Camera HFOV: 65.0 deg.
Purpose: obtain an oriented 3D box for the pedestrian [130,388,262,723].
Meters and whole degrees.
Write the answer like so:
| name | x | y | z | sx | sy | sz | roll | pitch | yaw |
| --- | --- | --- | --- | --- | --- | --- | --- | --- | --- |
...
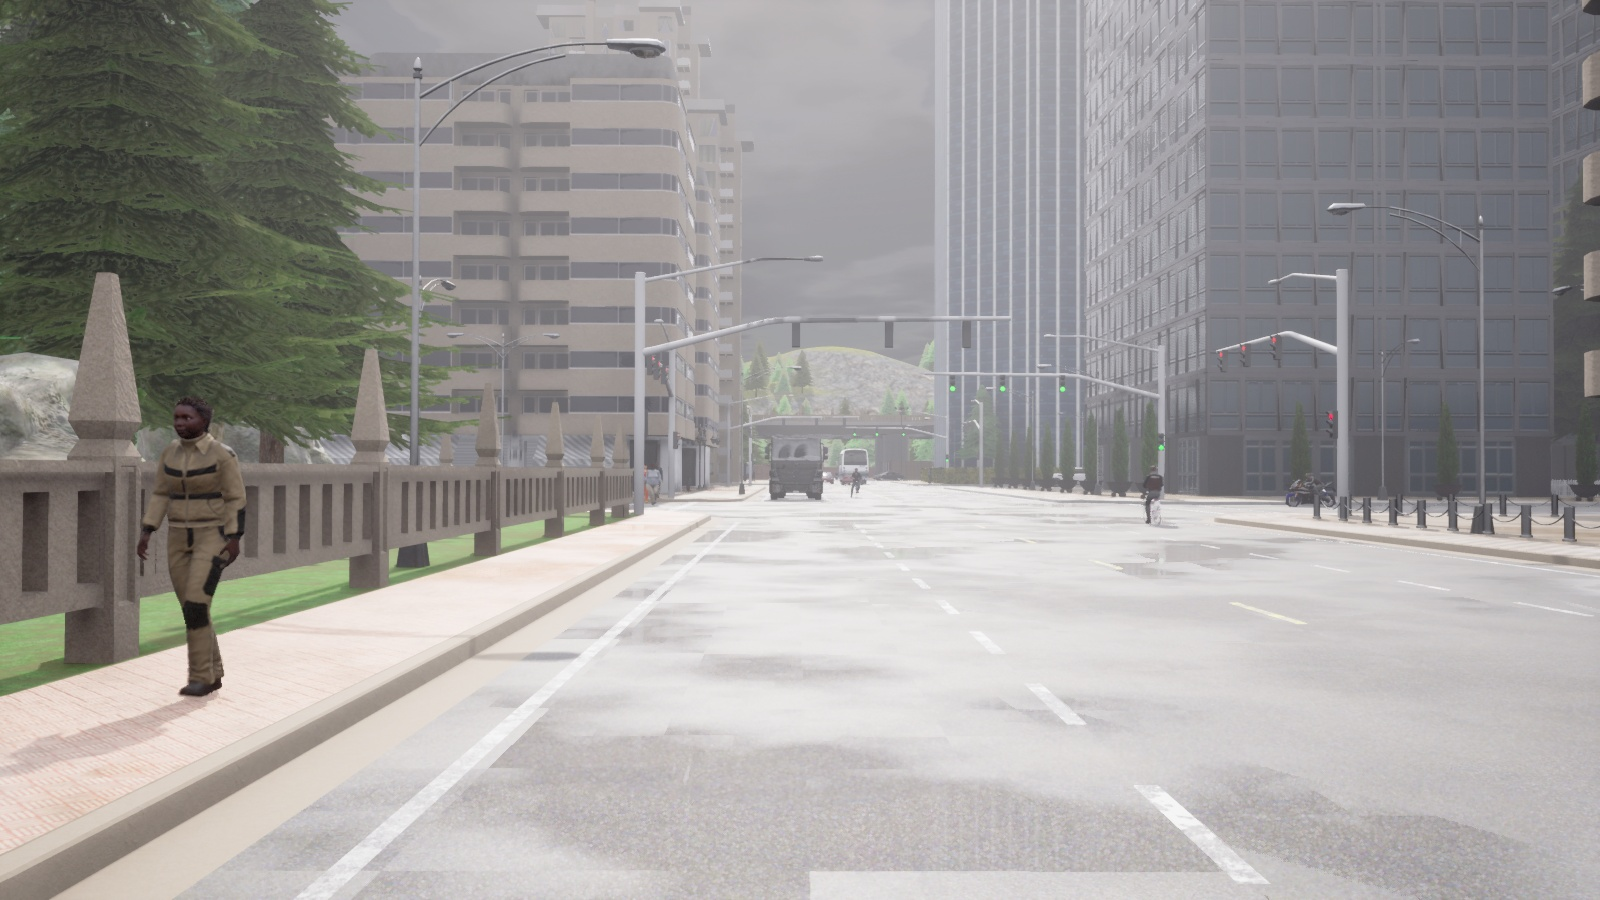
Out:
| name | x | y | z | sx | sy | sz | roll | pitch | yaw |
| --- | --- | --- | --- | --- | --- | --- | --- | --- | --- |
| pedestrian | -3.653 | 0.616 | 7.628 | 0.396 | 1.930 | 0.692 | 0 | -1 | 9 |

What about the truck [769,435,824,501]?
| name | x | y | z | sx | sy | sz | roll | pitch | yaw |
| --- | --- | --- | --- | --- | --- | --- | --- | --- | --- |
| truck | -0.204 | 1.010 | 70.268 | 2.891 | 3.462 | 7.936 | 0 | -1 | 0 |

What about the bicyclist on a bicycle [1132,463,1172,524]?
| name | x | y | z | sx | sy | sz | roll | pitch | yaw |
| --- | --- | --- | --- | --- | --- | --- | --- | --- | --- |
| bicyclist on a bicycle | 10.393 | 1.266 | 37.138 | 0.659 | 1.776 | 1.843 | 0 | -1 | 0 |

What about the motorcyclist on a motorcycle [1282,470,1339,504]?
| name | x | y | z | sx | sy | sz | roll | pitch | yaw |
| --- | --- | --- | --- | --- | --- | --- | --- | --- | --- |
| motorcyclist on a motorcycle | 22.751 | 1.641 | 55.963 | 2.191 | 1.530 | 0.866 | 0 | -1 | 0 |

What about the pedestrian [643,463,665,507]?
| name | x | y | z | sx | sy | sz | roll | pitch | yaw |
| --- | --- | --- | --- | --- | --- | --- | --- | --- | --- |
| pedestrian | -6.159 | 1.462 | 52.807 | 0.874 | 1.855 | 0.900 | 0 | -1 | -9 |
